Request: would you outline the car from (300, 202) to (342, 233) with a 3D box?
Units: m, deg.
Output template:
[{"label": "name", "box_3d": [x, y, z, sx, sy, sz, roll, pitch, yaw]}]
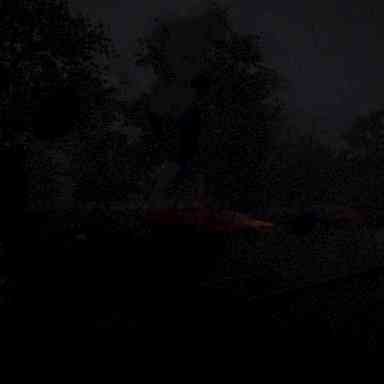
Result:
[{"label": "car", "box_3d": [6.566, 1.498, 20.822, 4.553, 1.767, 2.185, -1, -1, 34]}]

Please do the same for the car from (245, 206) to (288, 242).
[{"label": "car", "box_3d": [1.896, 1.577, 17.246, 5.366, 1.575, 1.946, -1, -1, 34]}]

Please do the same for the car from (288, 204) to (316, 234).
[{"label": "car", "box_3d": [4.148, 1.604, 19.083, 4.892, 1.521, 2.231, -1, -1, 34]}]

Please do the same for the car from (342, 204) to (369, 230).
[{"label": "car", "box_3d": [8.934, 1.644, 22.590, 5.008, 1.535, 2.097, -1, -1, 34]}]

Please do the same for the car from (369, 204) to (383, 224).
[{"label": "car", "box_3d": [13.642, 1.715, 26.165, 4.792, 1.488, 2.163, -1, -1, 33]}]

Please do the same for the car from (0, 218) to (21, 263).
[{"label": "car", "box_3d": [-7.777, 1.496, 10.312, 5.366, 1.575, 1.946, -1, -1, 34]}]

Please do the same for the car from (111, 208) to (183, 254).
[{"label": "car", "box_3d": [-3.064, 1.571, 13.864, 4.792, 1.488, 2.163, -1, -1, 34]}]

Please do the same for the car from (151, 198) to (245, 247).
[{"label": "car", "box_3d": [-0.697, 1.311, 15.627, 5.566, 2.045, 2.435, -1, -1, 34]}]

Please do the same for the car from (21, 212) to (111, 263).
[{"label": "car", "box_3d": [-5.538, 1.551, 12.160, 4.792, 1.488, 2.163, -1, -1, 34]}]
